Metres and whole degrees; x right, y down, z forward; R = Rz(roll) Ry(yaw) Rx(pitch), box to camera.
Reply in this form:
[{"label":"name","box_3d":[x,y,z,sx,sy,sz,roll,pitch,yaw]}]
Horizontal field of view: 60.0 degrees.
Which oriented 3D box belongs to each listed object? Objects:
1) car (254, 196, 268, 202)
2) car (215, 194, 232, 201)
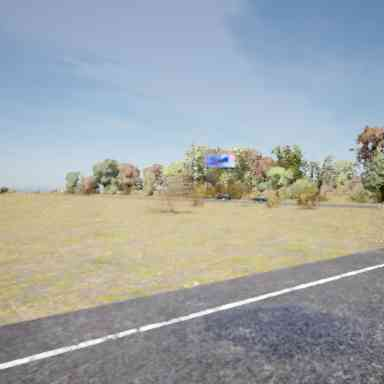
[{"label":"car","box_3d":[13.721,1.442,67.952,1.895,1.301,4.718,0,0,-34]},{"label":"car","box_3d":[7.247,1.217,77.643,1.837,1.490,4.892,0,0,-34]}]
